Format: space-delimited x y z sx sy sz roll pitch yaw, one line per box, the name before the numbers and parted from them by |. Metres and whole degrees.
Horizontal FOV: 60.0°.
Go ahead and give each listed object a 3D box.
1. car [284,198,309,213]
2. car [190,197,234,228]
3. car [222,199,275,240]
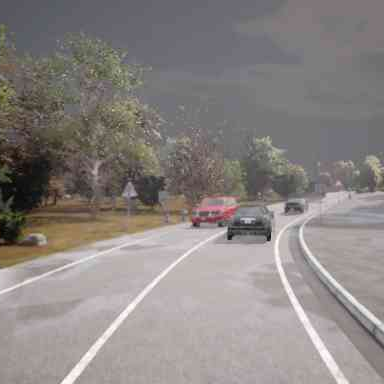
car | 10.854 1.350 34.486 1.837 1.490 4.892 -3 1 28
car | 1.754 1.365 23.749 2.150 2.045 5.566 -2 -1 22
car | 3.184 1.394 17.377 2.097 1.767 4.553 -1 0 16
